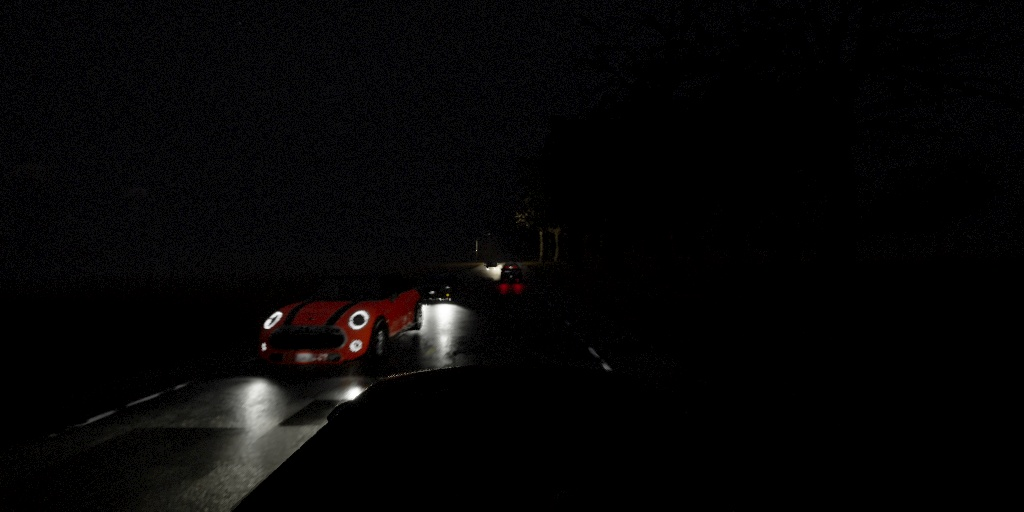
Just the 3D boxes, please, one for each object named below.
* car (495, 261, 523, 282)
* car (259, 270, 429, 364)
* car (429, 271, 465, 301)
[{"bbox_3d":[-0.067,1.509,31.990,2.128,1.511,4.902,0,0,1],"label":"car"},{"bbox_3d":[-3.616,1.192,8.479,2.097,1.767,4.553,0,-1,0],"label":"car"},{"bbox_3d":[-3.638,1.496,18.458,1.994,1.385,4.181,0,0,1],"label":"car"}]
